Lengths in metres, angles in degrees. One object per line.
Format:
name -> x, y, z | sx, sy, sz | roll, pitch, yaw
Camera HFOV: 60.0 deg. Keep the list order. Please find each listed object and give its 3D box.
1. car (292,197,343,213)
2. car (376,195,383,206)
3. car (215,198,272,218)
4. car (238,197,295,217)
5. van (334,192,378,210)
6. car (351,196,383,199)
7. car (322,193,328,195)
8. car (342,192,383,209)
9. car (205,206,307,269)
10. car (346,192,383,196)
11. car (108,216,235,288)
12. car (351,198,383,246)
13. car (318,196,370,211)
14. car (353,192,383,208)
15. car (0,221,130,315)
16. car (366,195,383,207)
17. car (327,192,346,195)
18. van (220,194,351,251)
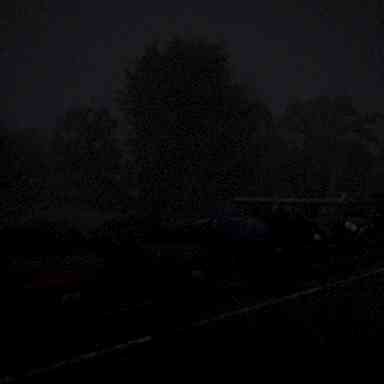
car -> 13.540, 1.343, 36.211 | 2.163, 1.488, 4.792 | 0, 0, -36
car -> 29.355, 1.225, 47.512 | 2.163, 1.488, 4.792 | -1, 0, -36
car -> 4.485, 1.371, 29.783 | 2.231, 1.521, 4.892 | 0, 0, -36
car -> 6.856, 1.353, 31.242 | 1.946, 1.575, 5.366 | 0, 0, -36
van -> 20.228, 1.046, 41.169 | 1.878, 1.987, 4.442 | 0, 0, -36
car -> 7.852, 1.269, 16.067 | 2.185, 1.767, 4.553 | 0, 0, -36
car -> 11.245, 1.202, 34.644 | 2.185, 1.767, 4.553 | 0, 0, -36
car -> 22.538, 1.006, 42.712 | 2.435, 2.045, 5.566 | 0, 0, -36
car -> 0.995, 1.436, 11.199 | 2.097, 1.535, 5.008 | 0, 0, -36
car -> 12.411, 1.115, 19.328 | 2.435, 2.045, 5.566 | 0, 0, -36
car -> -1.271, 1.480, 9.549 | 2.163, 1.488, 4.792 | 0, 0, -36
car -> 5.535, 1.283, 14.488 | 2.185, 1.767, 4.553 | 0, 0, -36
car -> 17.932, 1.283, 39.613 | 1.946, 1.575, 5.366 | 0, 0, -36
car -> 24.830, 0.987, 44.280 | 2.435, 2.045, 5.566 | -1, 0, -36
car -> -3.552, 1.494, 7.920 | 2.163, 1.488, 4.792 | 0, 0, -36
car -> 27.056, 1.247, 45.941 | 2.163, 1.488, 4.792 | -1, 0, -36
car -> 15.763, 1.048, 37.870 | 2.435, 2.045, 5.566 | 0, 0, -36
van -> 3.340, 1.197, 12.737 | 1.878, 1.987, 4.442 | 0, 0, -36
